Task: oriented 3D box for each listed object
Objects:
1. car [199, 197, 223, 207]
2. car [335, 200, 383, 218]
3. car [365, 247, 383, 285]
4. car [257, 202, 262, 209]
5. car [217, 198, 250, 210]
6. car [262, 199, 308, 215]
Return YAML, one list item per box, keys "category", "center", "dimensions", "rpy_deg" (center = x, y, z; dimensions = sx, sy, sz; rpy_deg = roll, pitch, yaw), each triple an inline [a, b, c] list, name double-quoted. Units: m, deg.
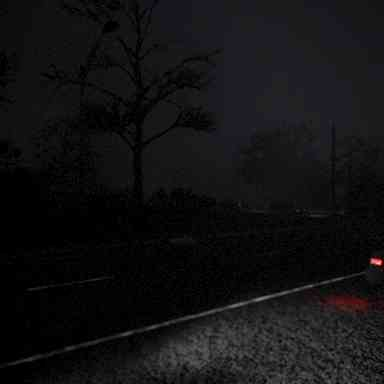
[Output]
- category: "car"
  center: [3.093, 1.642, 55.988]
  dimensions: [1.882, 1.535, 5.008]
  rpy_deg: [0, -1, -25]
- category: "car"
  center: [16.043, 1.540, 31.533]
  dimensions: [2.128, 1.511, 4.902]
  rpy_deg: [0, 0, -32]
- category: "car"
  center: [6.384, 1.563, 8.115]
  dimensions: [5.357, 1.411, 2.033]
  rpy_deg: [0, 0, -34]
- category: "car"
  center: [10.377, 1.611, 41.418]
  dimensions: [2.033, 1.411, 5.357]
  rpy_deg: [0, 0, -28]
- category: "car"
  center: [5.515, 1.551, 43.192]
  dimensions: [1.882, 1.535, 5.008]
  rpy_deg: [0, 0, -27]
- category: "car"
  center: [9.932, 1.550, 35.002]
  dimensions: [1.837, 1.490, 4.892]
  rpy_deg: [0, 0, -29]
